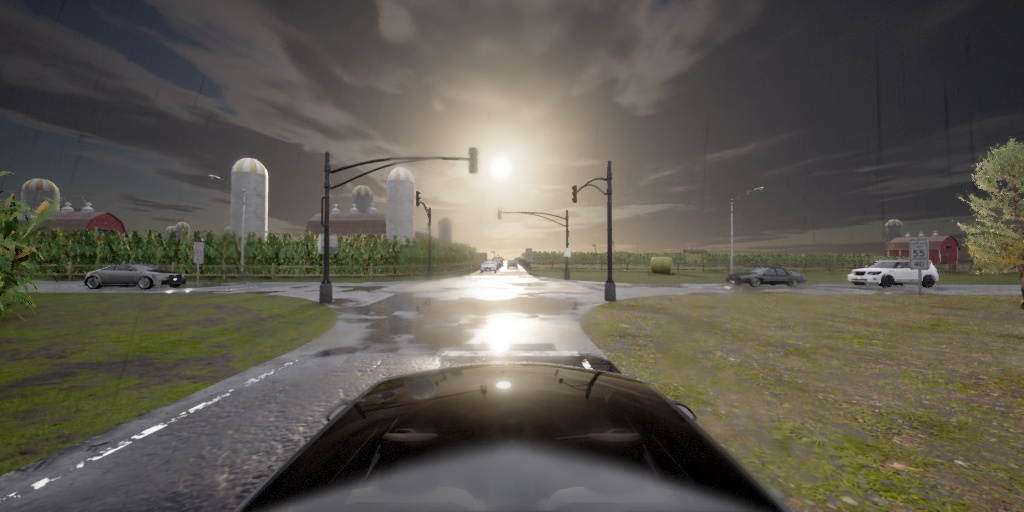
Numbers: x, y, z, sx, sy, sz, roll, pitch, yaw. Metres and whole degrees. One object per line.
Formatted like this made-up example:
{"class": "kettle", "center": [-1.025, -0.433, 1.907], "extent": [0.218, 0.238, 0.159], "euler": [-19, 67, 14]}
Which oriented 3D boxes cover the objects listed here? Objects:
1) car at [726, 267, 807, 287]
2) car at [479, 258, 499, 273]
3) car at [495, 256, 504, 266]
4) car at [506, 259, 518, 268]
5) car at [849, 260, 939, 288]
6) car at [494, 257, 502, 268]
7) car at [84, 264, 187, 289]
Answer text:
{"class": "car", "center": [18.685, 1.526, 26.366], "extent": [5.357, 1.411, 2.033], "euler": [1, -1, -8]}
{"class": "car", "center": [-2.800, 1.314, 43.446], "extent": [1.812, 1.442, 4.674], "euler": [0, 0, -1]}
{"class": "car", "center": [-2.864, 1.298, 62.624], "extent": [1.882, 1.535, 5.008], "euler": [0, 0, 0]}
{"class": "car", "center": [0.051, 1.366, 62.119], "extent": [2.033, 1.411, 5.357], "euler": [0, 0, 0]}
{"class": "car", "center": [28.750, 1.290, 27.076], "extent": [5.566, 2.045, 2.150], "euler": [0, -1, -4]}
{"class": "car", "center": [-2.850, 1.328, 52.604], "extent": [1.812, 1.442, 4.674], "euler": [0, 0, 0]}
{"class": "car", "center": [-20.965, 1.118, 20.094], "extent": [4.181, 1.385, 1.994], "euler": [0, -1, -3]}
